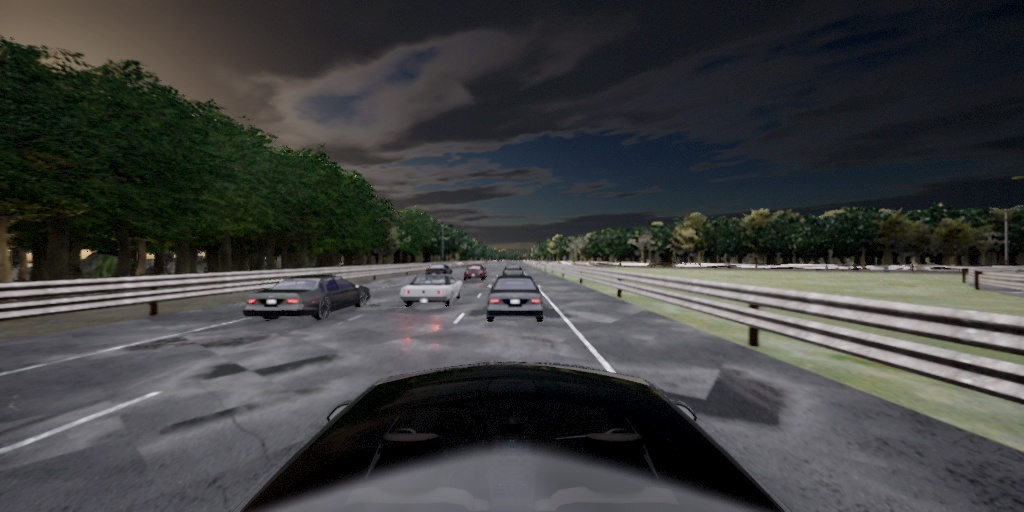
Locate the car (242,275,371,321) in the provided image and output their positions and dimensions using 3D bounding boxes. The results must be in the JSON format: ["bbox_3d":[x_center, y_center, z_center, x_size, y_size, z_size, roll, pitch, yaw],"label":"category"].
[{"bbox_3d":[-6.906,1.378,12.808,2.033,1.411,5.357,0,0,0],"label":"car"}]

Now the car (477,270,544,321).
[{"bbox_3d":[0.098,1.376,12.791,2.033,1.411,5.357,0,0,0],"label":"car"}]

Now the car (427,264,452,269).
[{"bbox_3d":[-6.902,1.471,34.306,1.882,1.535,5.008,0,0,0],"label":"car"}]

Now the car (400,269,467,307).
[{"bbox_3d":[-3.406,1.454,16.091,1.895,1.301,4.718,0,0,0],"label":"car"}]

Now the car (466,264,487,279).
[{"bbox_3d":[-3.402,1.515,33.771,1.812,1.442,4.674,0,0,0],"label":"car"}]

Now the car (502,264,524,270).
[{"bbox_3d":[0.098,1.473,32.726,2.128,1.511,4.902,0,0,0],"label":"car"}]
